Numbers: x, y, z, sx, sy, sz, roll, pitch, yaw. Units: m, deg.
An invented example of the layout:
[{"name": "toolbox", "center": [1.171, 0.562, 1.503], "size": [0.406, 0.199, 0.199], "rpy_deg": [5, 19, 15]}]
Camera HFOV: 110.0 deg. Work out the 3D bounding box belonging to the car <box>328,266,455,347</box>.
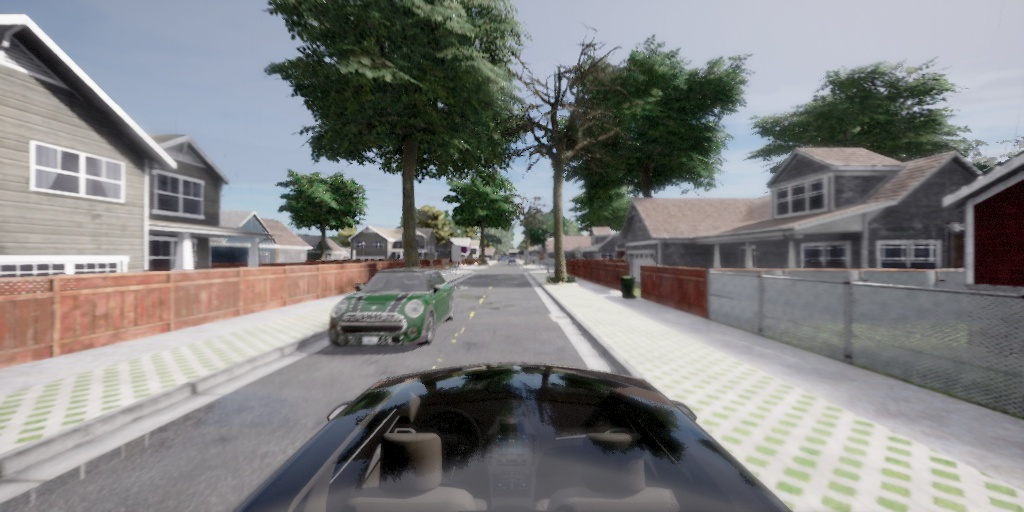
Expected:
[{"name": "car", "center": [-2.848, 1.109, 9.445], "size": [2.097, 1.767, 4.553], "rpy_deg": [0, 0, 0]}]
